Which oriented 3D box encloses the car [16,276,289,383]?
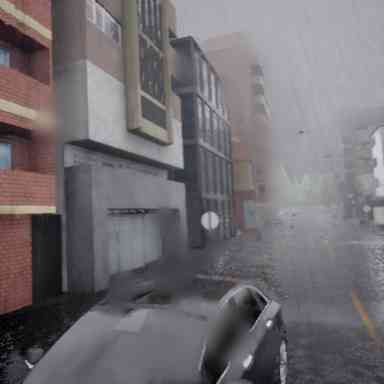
[{"bbox_3d":[-0.262,1.772,3.317,1.837,1.490,4.892,-5,-4,24],"label":"car"}]

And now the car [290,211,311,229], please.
[{"bbox_3d":[13.584,3.431,41.646,2.150,2.045,5.566,-4,-4,19],"label":"car"}]
